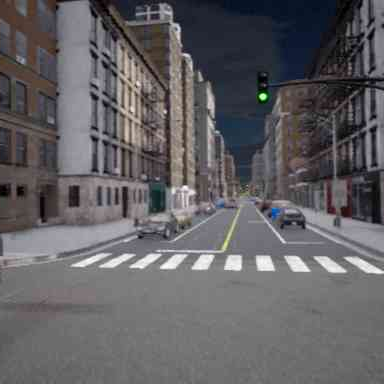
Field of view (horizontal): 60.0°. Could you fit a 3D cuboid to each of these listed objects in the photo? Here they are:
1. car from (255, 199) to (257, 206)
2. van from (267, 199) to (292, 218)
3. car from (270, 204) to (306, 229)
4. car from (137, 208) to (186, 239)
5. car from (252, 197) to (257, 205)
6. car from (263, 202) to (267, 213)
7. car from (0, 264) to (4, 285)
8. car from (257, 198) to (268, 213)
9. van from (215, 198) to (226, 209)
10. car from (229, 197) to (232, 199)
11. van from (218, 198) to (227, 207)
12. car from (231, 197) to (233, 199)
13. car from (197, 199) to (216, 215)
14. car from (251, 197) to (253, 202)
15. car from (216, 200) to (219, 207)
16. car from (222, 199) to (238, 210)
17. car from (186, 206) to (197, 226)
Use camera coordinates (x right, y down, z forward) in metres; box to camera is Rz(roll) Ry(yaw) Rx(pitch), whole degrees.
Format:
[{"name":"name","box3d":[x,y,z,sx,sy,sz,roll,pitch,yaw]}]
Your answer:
[{"name":"car","box3d":[12.029,2.187,55.472,2.008,1.369,4.403,-1,-1,9]},{"name":"van","box3d":[7.743,1.654,28.787,1.690,1.788,3.998,-1,-1,9]},{"name":"car","box3d":[6.889,1.799,23.447,2.008,1.369,4.403,-1,-1,9]},{"name":"car","box3d":[-1.893,1.859,19.376,2.008,1.369,4.403,-1,-1,9]},{"name":"car","box3d":[15.455,2.440,76.822,1.887,1.381,4.507,-1,-1,9]},{"name":"car","box3d":[8.603,1.959,34.121,1.802,1.307,4.206,-1,-1,9]},{"name":"car","box3d":[-6.317,1.680,6.222,4.902,1.511,2.128,-1,1,-11]},{"name":"car","box3d":[10.313,1.822,44.800,2.192,1.841,5.009,-1,-1,9]},{"name":"van","box3d":[4.906,2.167,62.087,1.690,1.788,3.998,-1,-1,9]},{"name":"car","box3d":[8.309,2.636,83.439,2.008,1.369,4.403,-1,-1,9]},{"name":"van","box3d":[6.606,2.297,72.765,1.690,1.788,3.998,-1,-1,9]},{"name":"car","box3d":[9.157,2.465,88.781,2.192,1.841,5.009,-1,-1,9]},{"name":"car","box3d":[1.506,2.007,40.732,1.967,1.590,4.097,-1,-1,9]},{"name":"car","box3d":[16.312,2.526,82.160,1.947,1.339,4.313,-1,-1,9]},{"name":"car","box3d":[2.330,2.155,45.901,1.752,1.417,4.829,-1,-1,9]},{"name":"car","box3d":[6.544,2.258,55.349,1.994,1.385,4.181,-1,-1,9]},{"name":"car","box3d":[-1.070,1.896,24.548,1.752,1.417,4.829,-1,-1,9]}]
